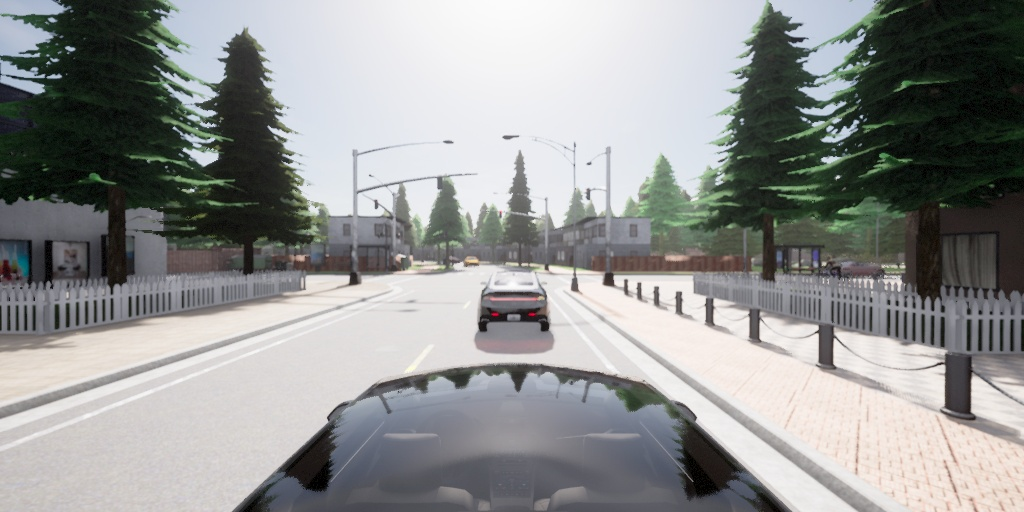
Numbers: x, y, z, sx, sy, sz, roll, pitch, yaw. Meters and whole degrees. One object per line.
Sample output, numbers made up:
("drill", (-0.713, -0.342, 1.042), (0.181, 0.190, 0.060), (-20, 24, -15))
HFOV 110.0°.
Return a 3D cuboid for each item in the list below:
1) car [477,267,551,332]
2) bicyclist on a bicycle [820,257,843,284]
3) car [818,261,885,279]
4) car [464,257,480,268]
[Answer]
("car", (0.054, 1.183, 10.638), (2.128, 1.511, 4.902), (0, 0, 0))
("bicyclist on a bicycle", (19.883, 0.901, 22.326), (0.582, 1.620, 1.656), (0, 0, 2))
("car", (27.933, 1.116, 29.579), (4.181, 1.385, 1.994), (0, 0, 2))
("car", (-5.894, 0.864, 52.366), (1.882, 1.535, 5.008), (0, 0, -12))
